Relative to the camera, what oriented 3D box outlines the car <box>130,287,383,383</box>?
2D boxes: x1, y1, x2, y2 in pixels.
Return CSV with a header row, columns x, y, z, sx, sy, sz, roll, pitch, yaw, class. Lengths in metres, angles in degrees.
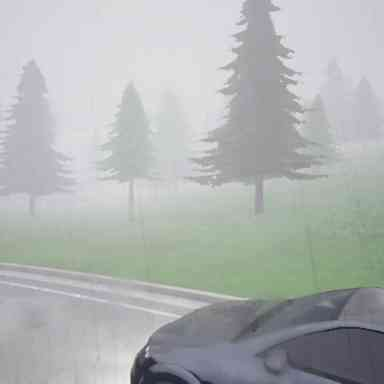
x,y,z,sx,sy,sz,roll,pitch,yaw,class
1.432,1.563,2.763,4.181,1.385,1.994,0,0,37,car
